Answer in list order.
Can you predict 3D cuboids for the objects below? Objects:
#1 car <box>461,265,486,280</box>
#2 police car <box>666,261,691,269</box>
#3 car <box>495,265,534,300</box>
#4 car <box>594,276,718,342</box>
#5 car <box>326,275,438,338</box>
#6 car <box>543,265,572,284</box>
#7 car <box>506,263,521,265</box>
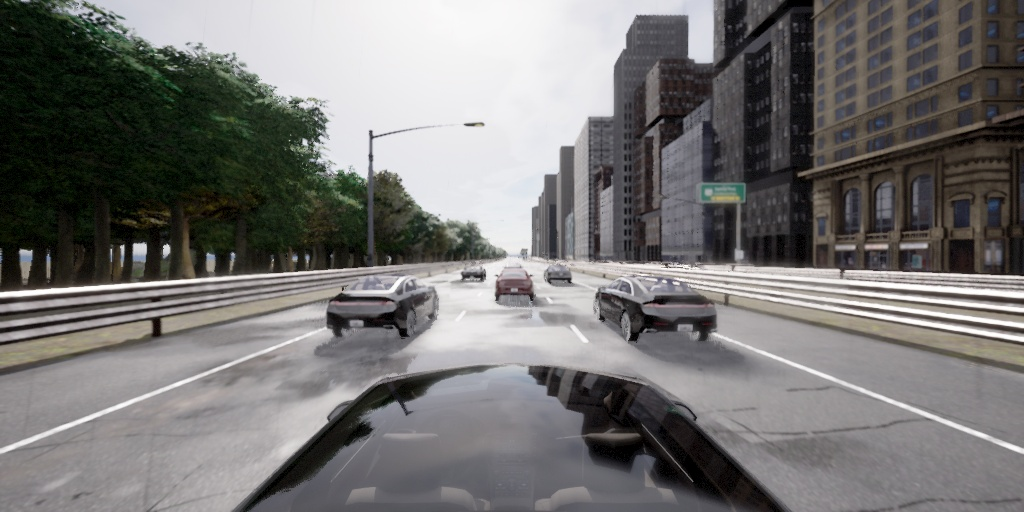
[{"bbox_3d":[-3.385,1.499,32.602,1.895,1.301,4.718,0,0,0],"label":"car"},{"bbox_3d":[22.931,1.583,50.674,1.930,1.638,5.238,0,0,-17],"label":"police car"},{"bbox_3d":[0.107,1.353,18.168,1.812,1.442,4.674,0,0,0],"label":"car"},{"bbox_3d":[3.594,1.280,9.847,2.128,1.511,4.902,0,0,0],"label":"car"},{"bbox_3d":[-3.407,1.282,10.307,2.128,1.511,4.902,0,0,0],"label":"car"},{"bbox_3d":[3.613,1.427,28.890,2.033,1.411,5.357,0,0,0],"label":"car"},{"bbox_3d":[0.115,1.397,34.074,2.128,1.511,4.902,0,0,0],"label":"car"}]
